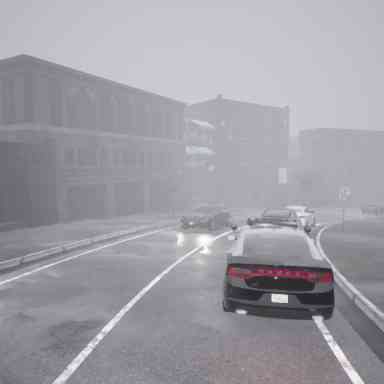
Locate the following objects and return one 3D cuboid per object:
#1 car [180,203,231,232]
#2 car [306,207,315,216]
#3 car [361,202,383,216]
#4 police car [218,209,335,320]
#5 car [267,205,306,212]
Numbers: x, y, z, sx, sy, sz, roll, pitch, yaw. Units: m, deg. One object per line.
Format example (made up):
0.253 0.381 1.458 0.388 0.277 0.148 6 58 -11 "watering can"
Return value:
0.956 1.415 19.764 1.837 1.490 4.892 1 0 24 "car"
6.860 1.607 21.756 1.812 1.442 4.674 2 1 29 "car"
22.140 1.991 39.579 4.902 1.511 2.128 2 3 -33 "car"
1.817 1.432 7.637 1.930 1.638 5.238 1 0 10 "police car"
4.437 1.543 16.613 1.837 1.490 4.892 2 0 22 "car"
